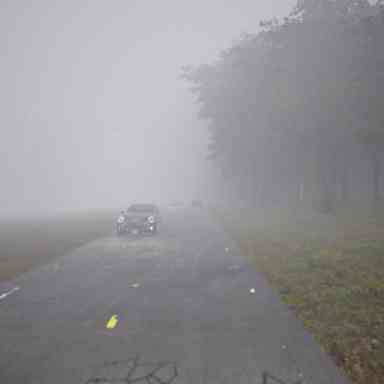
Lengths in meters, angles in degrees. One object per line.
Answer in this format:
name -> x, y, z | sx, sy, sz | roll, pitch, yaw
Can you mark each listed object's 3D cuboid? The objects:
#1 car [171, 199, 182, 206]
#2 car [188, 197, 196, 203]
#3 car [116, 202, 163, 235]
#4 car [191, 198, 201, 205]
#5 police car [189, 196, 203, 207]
car -> -2.776, 1.945, 60.674 | 1.895, 1.301, 4.718 | 0, -1, 1
car -> 0.006, 2.225, 92.241 | 2.033, 1.411, 5.357 | 0, -1, 0
car -> -2.846, 1.407, 18.878 | 2.097, 1.767, 4.553 | 0, 0, 0
car -> 0.829, 1.910, 67.750 | 1.882, 1.535, 5.008 | 0, -1, 0
police car -> 0.829, 1.739, 57.858 | 1.930, 1.638, 5.238 | 0, -1, 0
